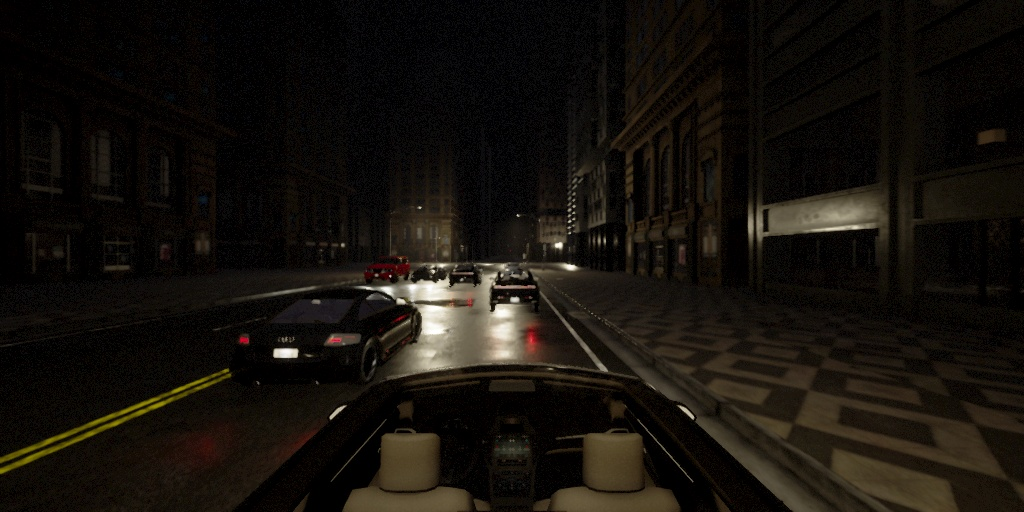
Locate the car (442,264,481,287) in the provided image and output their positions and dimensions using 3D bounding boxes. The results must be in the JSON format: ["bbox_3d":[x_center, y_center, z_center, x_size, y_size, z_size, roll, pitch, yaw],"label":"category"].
[{"bbox_3d":[-3.159,1.318,24.983,2.128,1.511,4.902,0,0,0],"label":"car"}]

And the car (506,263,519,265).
[{"bbox_3d":[0.088,1.396,36.771,1.812,1.442,4.674,0,0,0],"label":"car"}]

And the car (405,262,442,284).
[{"bbox_3d":[-6.512,1.386,28.541,2.033,1.411,5.357,0,0,0],"label":"car"}]

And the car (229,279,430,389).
[{"bbox_3d":[-3.152,1.330,7.002,1.994,1.385,4.181,0,0,0],"label":"car"}]

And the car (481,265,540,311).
[{"bbox_3d":[0.095,1.282,14.605,2.128,1.511,4.902,0,0,0],"label":"car"}]

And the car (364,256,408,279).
[{"bbox_3d":[-9.761,1.045,28.619,2.150,2.045,5.566,0,0,0],"label":"car"}]
